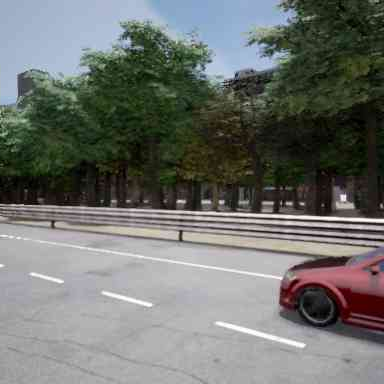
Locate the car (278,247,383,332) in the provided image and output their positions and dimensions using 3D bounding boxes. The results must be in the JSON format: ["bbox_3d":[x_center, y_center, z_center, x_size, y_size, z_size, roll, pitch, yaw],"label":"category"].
[{"bbox_3d":[3.637,1.567,5.575,4.181,1.385,1.994,0,0,36],"label":"car"}]
